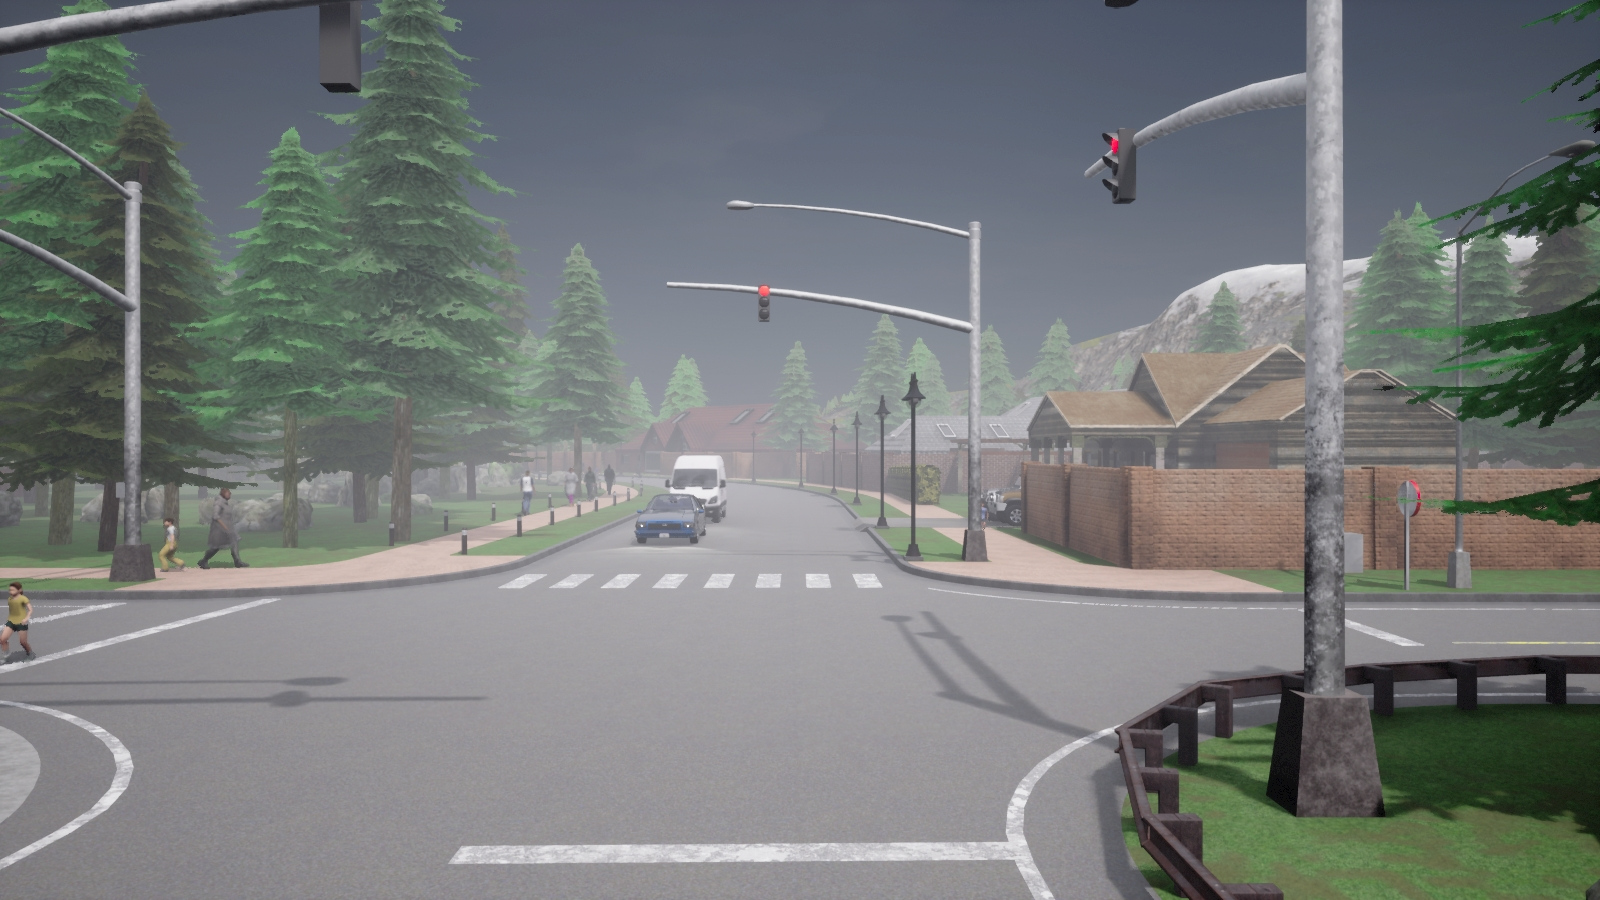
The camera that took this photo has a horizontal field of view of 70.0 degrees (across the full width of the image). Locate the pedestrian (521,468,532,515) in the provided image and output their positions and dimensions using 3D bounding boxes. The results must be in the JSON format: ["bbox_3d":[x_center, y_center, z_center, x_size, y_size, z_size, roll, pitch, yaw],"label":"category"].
[{"bbox_3d":[-10.927,1.664,45.678,0.375,1.860,0.375,0,0,-2],"label":"pedestrian"}]

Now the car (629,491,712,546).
[{"bbox_3d":[-3.930,2.072,35.589,2.033,1.411,5.357,0,0,0],"label":"car"}]

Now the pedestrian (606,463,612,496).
[{"bbox_3d":[-10.896,1.662,65.167,0.375,1.860,0.375,0,0,-9],"label":"pedestrian"}]

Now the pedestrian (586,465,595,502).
[{"bbox_3d":[-10.447,1.661,56.887,0.375,1.860,0.375,0,0,-1],"label":"pedestrian"}]

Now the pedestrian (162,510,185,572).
[{"bbox_3d":[-13.473,1.956,24.591,0.375,1.300,0.375,0,0,-19],"label":"pedestrian"}]

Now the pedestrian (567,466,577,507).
[{"bbox_3d":[-10.408,1.664,52.136,0.375,1.860,0.375,0,0,-1],"label":"pedestrian"}]

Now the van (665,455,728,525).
[{"bbox_3d":[-4.011,1.501,45.109,1.988,2.561,5.915,0,0,-1],"label":"van"}]

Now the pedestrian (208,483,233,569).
[{"bbox_3d":[-12.838,1.676,25.307,0.375,1.860,0.375,0,0,-3],"label":"pedestrian"}]

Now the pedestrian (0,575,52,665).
[{"bbox_3d":[-10.195,2.209,14.942,0.500,1.100,0.500,0,0,2],"label":"pedestrian"}]

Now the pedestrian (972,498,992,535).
[{"bbox_3d":[5.622,2.046,35.339,0.500,1.100,0.500,0,0,-7],"label":"pedestrian"}]
